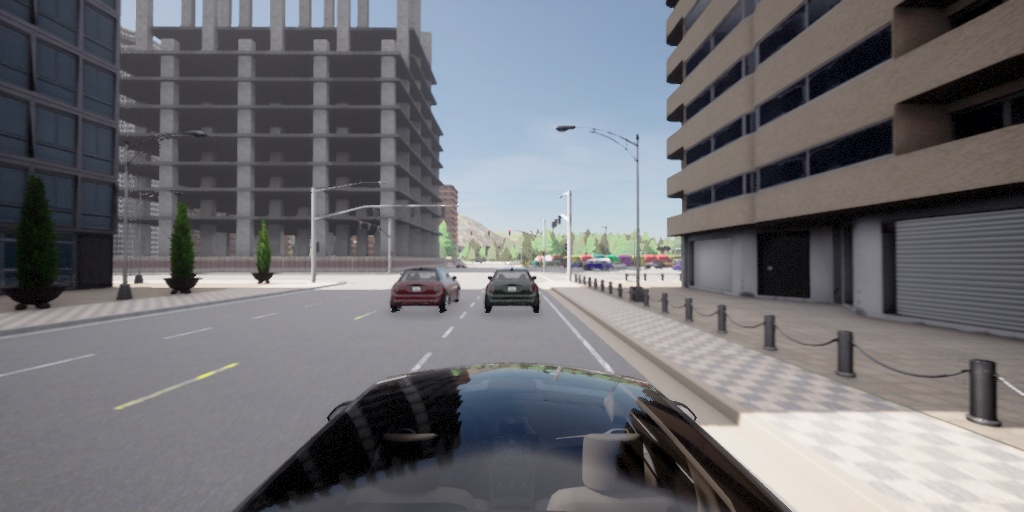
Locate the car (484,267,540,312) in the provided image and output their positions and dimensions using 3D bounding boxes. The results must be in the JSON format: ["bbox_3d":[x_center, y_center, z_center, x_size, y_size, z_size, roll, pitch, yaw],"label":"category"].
[{"bbox_3d":[0.007,1.251,15.239,2.097,1.767,4.553,0,-1,0],"label":"car"}]

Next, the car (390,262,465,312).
[{"bbox_3d":[-3.493,1.251,15.239,2.097,1.767,4.553,0,-1,0],"label":"car"}]
